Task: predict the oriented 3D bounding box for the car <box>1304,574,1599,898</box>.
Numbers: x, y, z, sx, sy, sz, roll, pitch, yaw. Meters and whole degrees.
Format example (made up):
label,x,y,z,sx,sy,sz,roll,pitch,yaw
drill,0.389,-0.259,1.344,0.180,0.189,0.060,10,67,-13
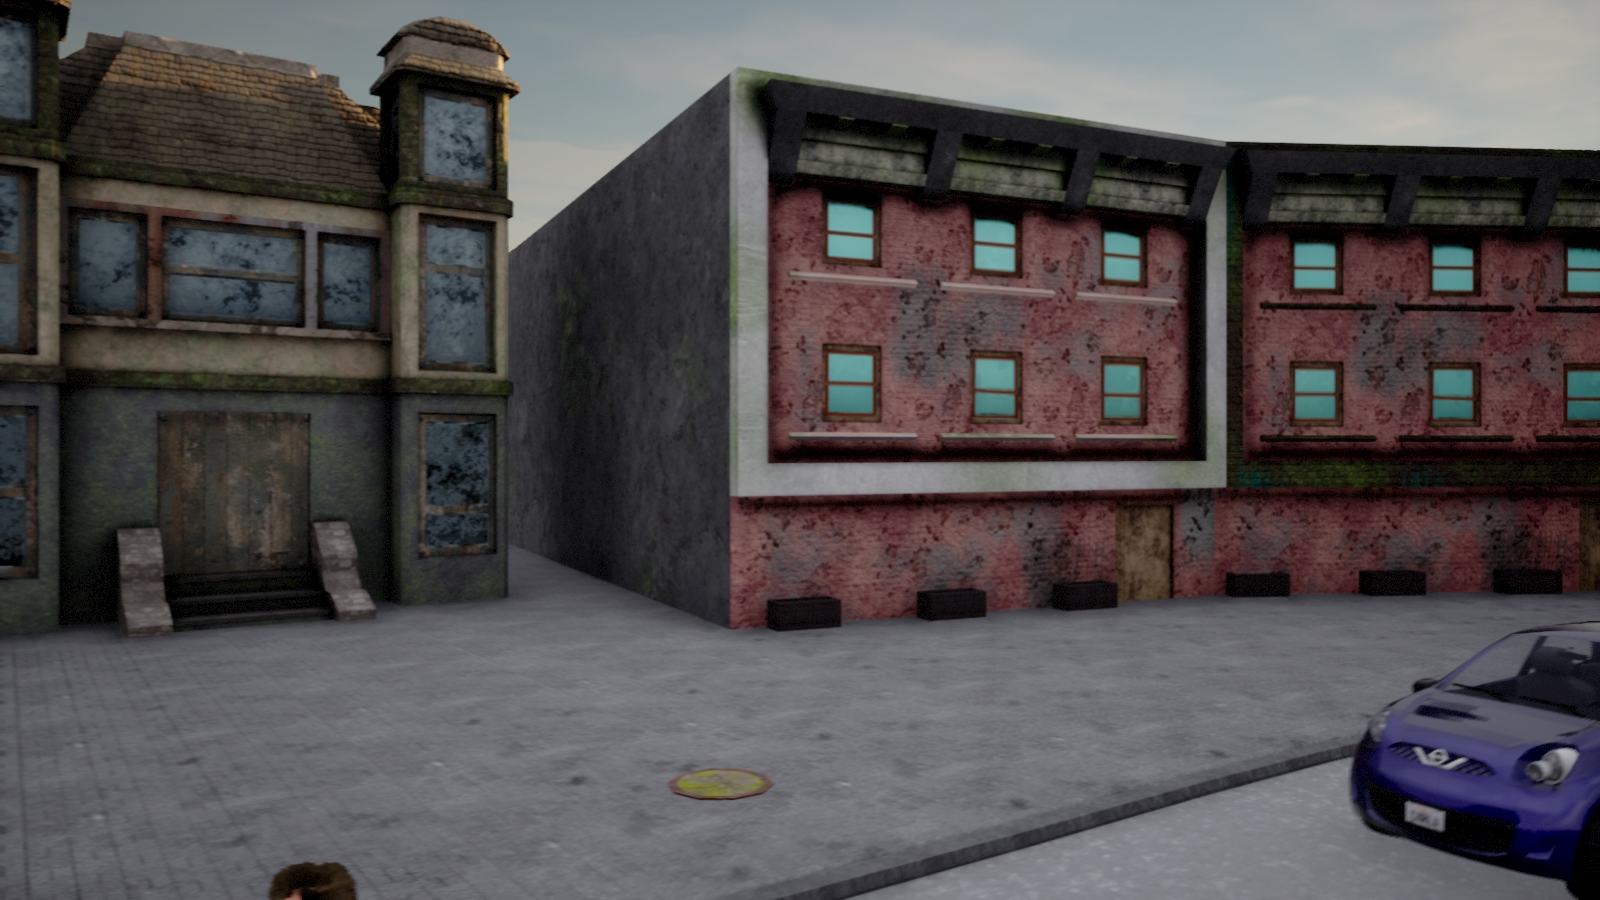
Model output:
label,x,y,z,sx,sy,sz,roll,pitch,yaw
car,5.656,1.819,8.185,3.633,1.501,1.845,0,0,-27
